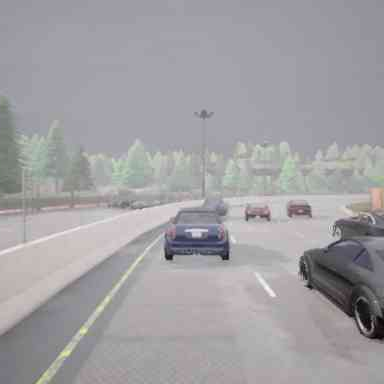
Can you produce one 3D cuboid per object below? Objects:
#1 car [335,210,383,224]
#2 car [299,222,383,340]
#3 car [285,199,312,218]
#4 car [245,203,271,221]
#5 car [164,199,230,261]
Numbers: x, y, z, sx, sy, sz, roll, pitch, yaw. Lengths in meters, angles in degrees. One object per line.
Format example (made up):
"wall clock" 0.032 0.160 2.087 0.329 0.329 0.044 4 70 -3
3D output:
"car" 7.250 1.458 13.169 2.128 1.511 4.902 0 0 2
"car" 3.583 1.548 6.495 1.994 1.385 4.181 0 0 1
"car" 9.474 1.402 29.749 1.882 1.535 5.008 0 0 13
"car" 5.249 1.533 26.753 1.895 1.301 4.718 0 0 10
"car" 0.222 1.321 12.315 2.097 1.767 4.553 0 0 2
